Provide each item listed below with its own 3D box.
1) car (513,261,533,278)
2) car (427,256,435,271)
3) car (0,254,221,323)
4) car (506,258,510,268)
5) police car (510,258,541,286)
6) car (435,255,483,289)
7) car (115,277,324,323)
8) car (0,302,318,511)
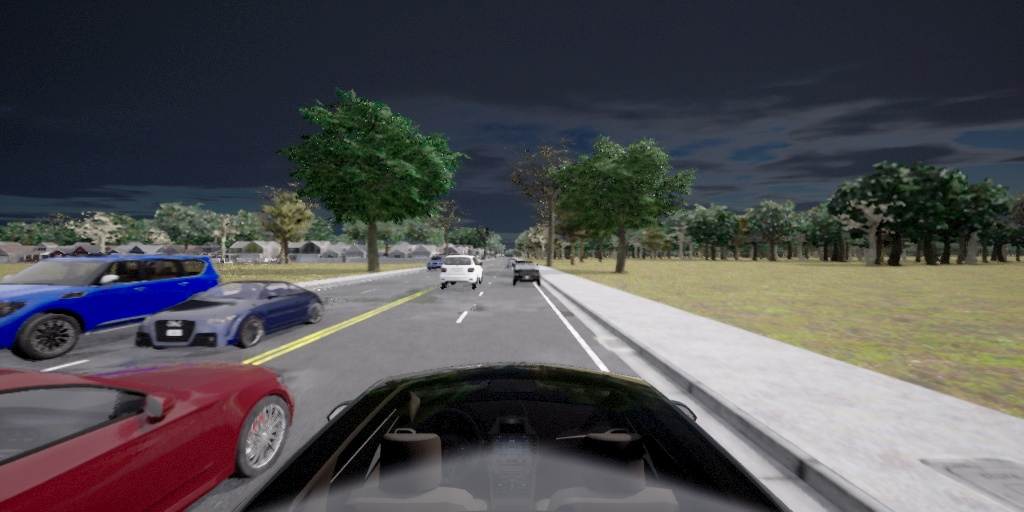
[{"bbox_3d":[0.976,1.258,35.528,1.837,1.490,4.892,0,0,0],"label":"car"},{"bbox_3d":[-9.825,0.985,48.254,2.150,2.045,5.566,0,0,0],"label":"car"},{"bbox_3d":[-9.850,0.970,8.621,2.150,2.045,5.566,0,0,0],"label":"car"},{"bbox_3d":[0.003,1.324,60.363,2.033,1.411,5.357,0,0,0],"label":"car"},{"bbox_3d":[0.976,1.175,25.637,1.930,1.638,5.238,0,0,0],"label":"police car"},{"bbox_3d":[-3.148,0.971,23.092,2.150,2.045,5.566,0,0,0],"label":"car"},{"bbox_3d":[-6.598,1.313,8.997,1.994,1.385,4.181,0,0,0],"label":"car"},{"bbox_3d":[-3.148,1.275,1.751,1.812,1.442,4.674,0,0,0],"label":"car"}]
